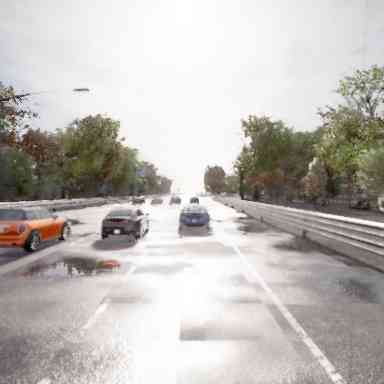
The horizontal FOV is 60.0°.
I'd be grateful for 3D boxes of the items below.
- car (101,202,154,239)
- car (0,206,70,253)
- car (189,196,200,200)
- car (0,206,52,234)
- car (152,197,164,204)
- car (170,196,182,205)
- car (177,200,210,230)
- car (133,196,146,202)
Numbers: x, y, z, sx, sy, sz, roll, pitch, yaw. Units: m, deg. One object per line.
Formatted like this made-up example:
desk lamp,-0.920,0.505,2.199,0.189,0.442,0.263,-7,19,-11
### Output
car,-3.367,1.531,17.412,1.837,1.490,4.892,0,0,0
car,-6.879,1.372,14.015,2.097,1.767,4.553,0,0,0
car,0.454,1.610,65.369,1.837,1.490,4.892,0,0,0
car,-10.358,1.594,20.080,1.994,1.385,4.181,0,0,0
car,-6.559,1.666,63.714,1.994,1.385,4.181,0,0,0
car,-3.062,1.452,63.271,2.097,1.767,4.553,0,0,0
car,0.148,1.509,21.487,1.882,1.535,5.008,0,0,0
car,-10.061,1.594,63.637,2.128,1.511,4.902,0,0,0
